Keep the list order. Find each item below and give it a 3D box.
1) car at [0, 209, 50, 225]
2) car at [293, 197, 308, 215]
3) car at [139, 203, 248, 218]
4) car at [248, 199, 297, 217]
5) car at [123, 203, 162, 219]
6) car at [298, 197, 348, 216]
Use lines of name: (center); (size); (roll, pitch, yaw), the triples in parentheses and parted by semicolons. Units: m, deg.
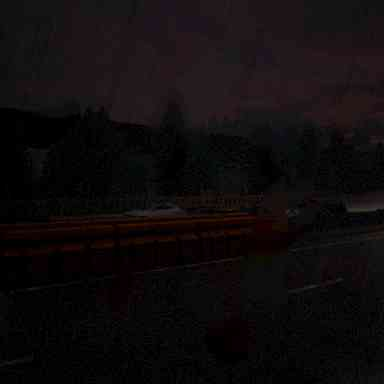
car: (-8.816, 1.526, 14.924); (4.674, 1.442, 1.812); (0, 0, -34)
car: (10.418, 1.295, 32.204); (4.892, 1.490, 1.837); (-3, 2, -34)
car: (0.157, 1.491, 16.757); (4.902, 1.511, 2.128); (0, 0, -34)
car: (4.982, 1.485, 24.272); (4.902, 1.511, 2.128); (0, 0, -34)
car: (-2.525, 1.525, 23.401); (4.674, 1.442, 1.812); (0, 0, -34)
car: (11.481, 1.411, 28.597); (4.181, 1.385, 1.994); (-2, 1, -34)
